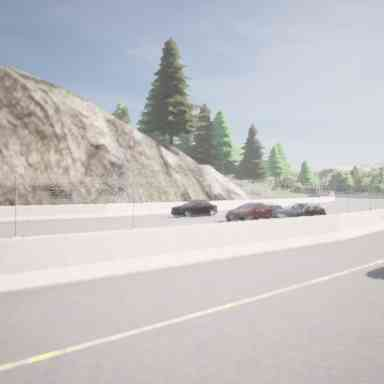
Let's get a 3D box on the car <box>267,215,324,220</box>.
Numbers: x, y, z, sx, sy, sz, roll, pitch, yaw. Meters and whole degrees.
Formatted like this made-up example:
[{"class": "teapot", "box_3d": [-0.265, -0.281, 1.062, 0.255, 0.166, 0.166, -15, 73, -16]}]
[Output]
[{"class": "car", "box_3d": [7.806, 1.524, 23.881, 4.902, 1.511, 2.128, 0, 0, -41]}]
